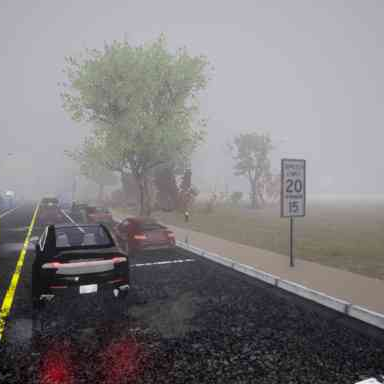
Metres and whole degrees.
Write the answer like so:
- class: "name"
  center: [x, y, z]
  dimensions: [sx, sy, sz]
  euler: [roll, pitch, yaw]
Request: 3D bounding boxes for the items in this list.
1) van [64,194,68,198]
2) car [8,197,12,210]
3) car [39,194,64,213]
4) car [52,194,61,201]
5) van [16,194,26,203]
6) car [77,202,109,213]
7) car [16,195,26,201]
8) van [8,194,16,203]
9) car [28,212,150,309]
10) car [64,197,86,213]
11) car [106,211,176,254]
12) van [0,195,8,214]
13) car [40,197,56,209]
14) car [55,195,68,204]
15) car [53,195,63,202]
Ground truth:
- class: "van"
  center: [-22.542, 1.304, 58.068]
  dimensions: [1.690, 1.788, 3.998]
  euler: [-1, 0, -24]
- class: "car"
  center: [-22.842, 1.570, 39.554]
  dimensions: [1.802, 1.307, 4.206]
  euler: [-1, 0, -24]
- class: "car"
  center: [-15.404, 1.331, 36.131]
  dimensions: [2.097, 1.767, 4.553]
  euler: [0, 0, -24]
- class: "car"
  center: [-33.919, 1.389, 83.331]
  dimensions: [1.967, 1.590, 4.097]
  euler: [-1, 0, -24]
- class: "van"
  center: [-36.515, 1.313, 69.904]
  dimensions: [1.690, 1.788, 3.998]
  euler: [-1, 0, -24]
- class: "car"
  center: [-6.525, 1.563, 22.742]
  dimensions: [1.802, 1.307, 4.206]
  euler: [-1, 0, -24]
- class: "car"
  center: [-41.070, 1.511, 80.022]
  dimensions: [1.887, 1.381, 4.507]
  euler: [-1, 0, -24]
- class: "van"
  center: [-25.124, 1.327, 44.611]
  dimensions: [1.690, 1.788, 3.998]
  euler: [-1, 0, -24]
- class: "car"
  center: [-2.817, 1.486, 8.058]
  dimensions: [2.128, 1.511, 4.902]
  euler: [0, 0, -24]
- class: "car"
  center: [-11.161, 1.527, 32.808]
  dimensions: [2.008, 1.369, 4.403]
  euler: [-1, 0, -24]
- class: "car"
  center: [-1.940, 1.569, 12.650]
  dimensions: [1.802, 1.307, 4.206]
  euler: [-1, 0, -24]
- class: "van"
  center: [-20.567, 1.332, 34.495]
  dimensions: [1.690, 1.788, 3.998]
  euler: [-1, 0, -24]
- class: "car"
  center: [-19.669, 1.452, 45.472]
  dimensions: [1.882, 1.535, 5.008]
  euler: [0, 0, -24]
- class: "car"
  center: [-24.816, 1.401, 63.121]
  dimensions: [1.967, 1.590, 4.097]
  euler: [-1, 0, -24]
- class: "car"
  center: [-31.642, 1.517, 78.280]
  dimensions: [1.947, 1.339, 4.313]
  euler: [-1, 0, -24]
